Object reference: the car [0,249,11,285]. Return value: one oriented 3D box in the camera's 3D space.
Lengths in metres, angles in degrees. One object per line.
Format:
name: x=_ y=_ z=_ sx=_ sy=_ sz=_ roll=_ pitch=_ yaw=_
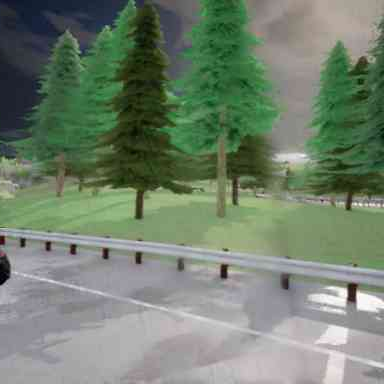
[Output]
car: x=-6.293 y=1.560 z=8.051 sx=4.181 sy=1.385 sz=1.994 roll=0 pitch=0 yaw=33
